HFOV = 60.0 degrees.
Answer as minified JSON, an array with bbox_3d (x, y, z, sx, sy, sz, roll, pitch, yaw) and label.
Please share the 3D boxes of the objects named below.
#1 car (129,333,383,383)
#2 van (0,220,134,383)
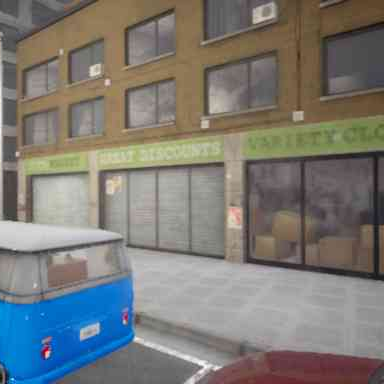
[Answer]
[{"bbox_3d":[1.848,1.579,1.647,4.206,1.307,1.802,0,0,36],"label":"car"},{"bbox_3d":[-2.672,1.360,4.873,3.998,1.788,1.690,0,0,36],"label":"van"}]
